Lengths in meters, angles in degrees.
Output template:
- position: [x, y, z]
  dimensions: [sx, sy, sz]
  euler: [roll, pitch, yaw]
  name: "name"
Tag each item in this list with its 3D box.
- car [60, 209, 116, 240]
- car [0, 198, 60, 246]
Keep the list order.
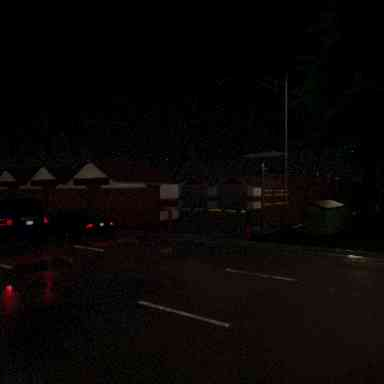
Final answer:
- position: [-6.236, 1.560, 16.916]
  dimensions: [5.357, 1.411, 2.033]
  euler: [0, 0, 36]
  name: "car"
- position: [-8.293, 1.255, 14.084]
  dimensions: [5.566, 2.045, 2.150]
  euler: [0, 0, 36]
  name: "car"
